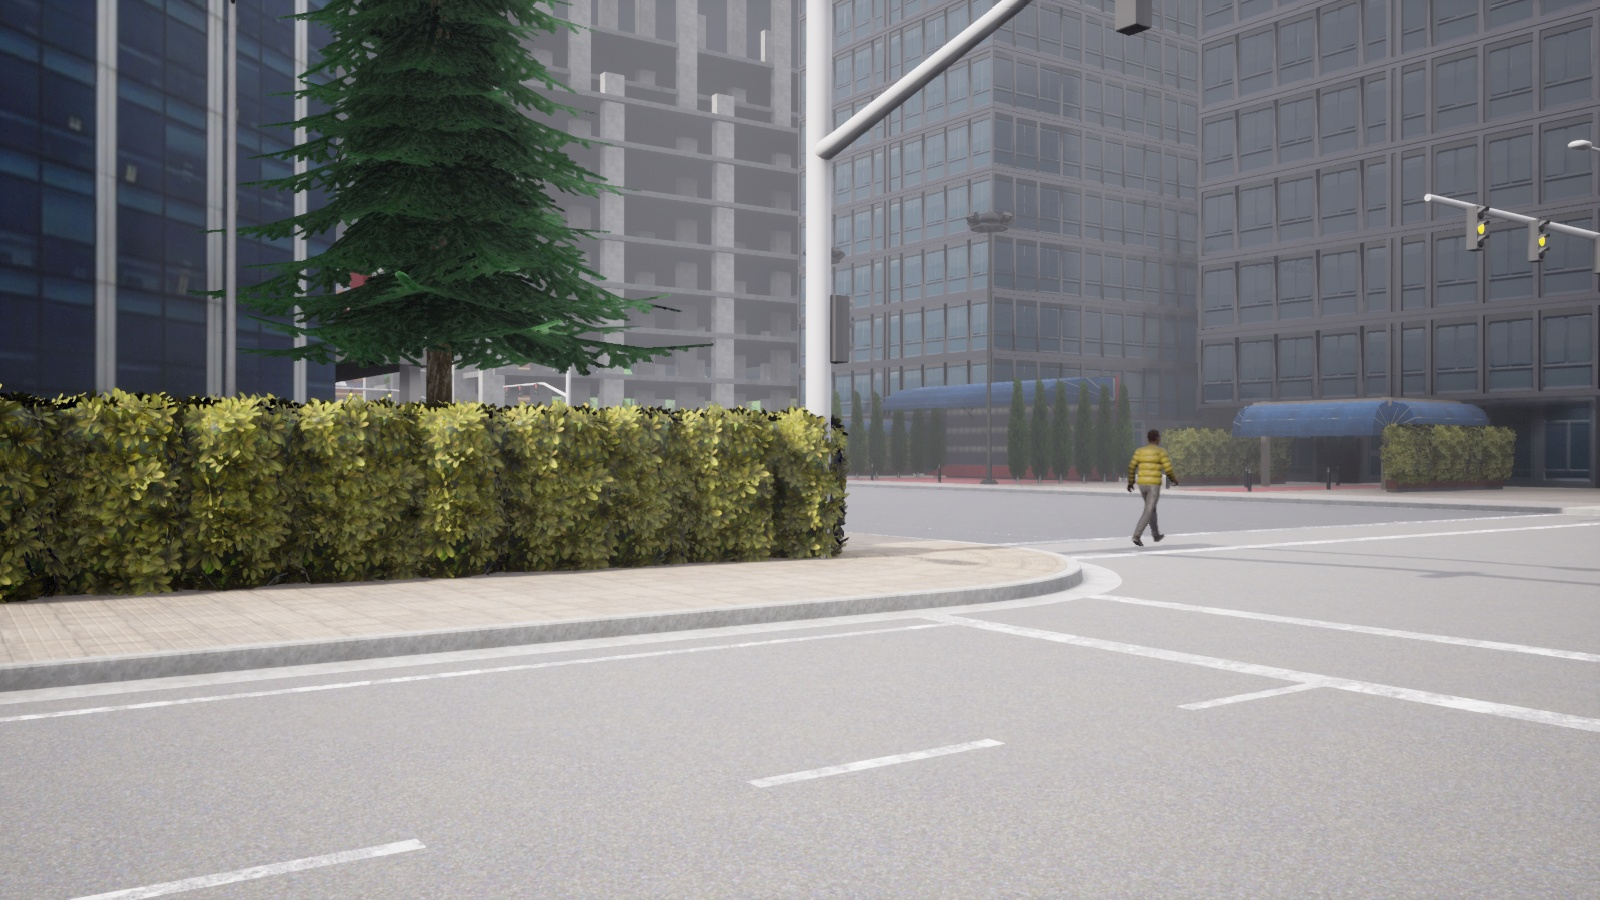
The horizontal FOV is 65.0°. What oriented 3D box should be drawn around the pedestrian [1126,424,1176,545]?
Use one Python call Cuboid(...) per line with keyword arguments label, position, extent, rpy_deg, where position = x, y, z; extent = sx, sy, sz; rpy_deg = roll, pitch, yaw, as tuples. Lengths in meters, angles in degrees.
Cuboid(label="pedestrian", position=(5.434, 0.519, 19.445), extent=(0.709, 1.840, 0.431), rpy_deg=(0, 0, -41))
